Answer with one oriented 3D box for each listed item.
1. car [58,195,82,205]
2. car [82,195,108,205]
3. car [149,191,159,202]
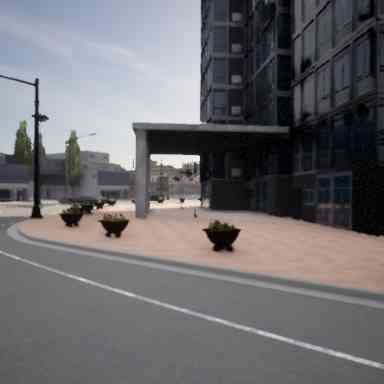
[{"bbox_3d":[-18.165,1.186,51.507,2.128,1.511,4.902,1,0,42],"label":"car"},{"bbox_3d":[-13.751,1.332,49.926,1.895,1.301,4.718,0,0,24],"label":"car"},{"bbox_3d":[-8.748,0.930,64.214,2.150,2.045,5.566,1,1,35],"label":"car"}]
